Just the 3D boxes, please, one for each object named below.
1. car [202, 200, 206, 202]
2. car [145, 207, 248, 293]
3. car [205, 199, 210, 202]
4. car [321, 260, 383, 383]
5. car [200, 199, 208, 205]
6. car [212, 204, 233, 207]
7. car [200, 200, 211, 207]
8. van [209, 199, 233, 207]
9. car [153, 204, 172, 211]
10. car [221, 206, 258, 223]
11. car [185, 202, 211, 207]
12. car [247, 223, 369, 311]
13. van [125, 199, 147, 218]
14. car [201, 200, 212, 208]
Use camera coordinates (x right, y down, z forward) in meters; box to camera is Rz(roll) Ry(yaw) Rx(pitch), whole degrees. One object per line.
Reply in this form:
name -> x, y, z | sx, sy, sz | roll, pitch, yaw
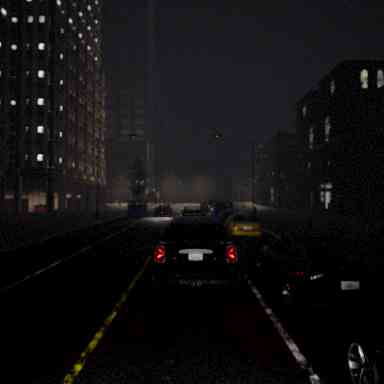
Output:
car -> 2.698, 1.763, 40.152 | 2.192, 1.841, 5.009 | 1, -1, 0
car -> 0.096, 1.457, 9.363 | 2.097, 1.767, 4.553 | 0, -1, 0
car -> 2.697, 1.828, 34.672 | 1.967, 1.590, 4.097 | 1, -1, 0
car -> 2.702, 1.592, 2.204 | 1.947, 1.339, 4.313 | 1, -1, 0
car -> 2.809, 2.439, 78.487 | 1.802, 1.307, 4.206 | 1, -1, 0
car -> 2.698, 1.818, 23.716 | 2.008, 1.369, 4.403 | 1, -1, 0
car -> 2.688, 2.292, 67.535 | 2.008, 1.369, 4.403 | 1, -1, 0
van -> 2.700, 1.669, 29.197 | 1.690, 1.788, 3.998 | 1, -1, 0
car -> -3.087, 1.970, 36.388 | 1.994, 1.385, 4.181 | 0, -1, 0
car -> 2.699, 1.733, 18.409 | 1.752, 1.417, 4.829 | 1, -1, 0
car -> 0.094, 1.779, 25.462 | 2.128, 1.511, 4.902 | 0, 0, 0
car -> 2.700, 1.654, 7.748 | 1.947, 1.339, 4.313 | 1, -1, 0
van -> -5.682, 1.729, 34.669 | 1.690, 1.788, 3.998 | 1, -1, 0
car -> 2.689, 2.248, 62.058 | 1.947, 1.339, 4.313 | 1, -1, 0
